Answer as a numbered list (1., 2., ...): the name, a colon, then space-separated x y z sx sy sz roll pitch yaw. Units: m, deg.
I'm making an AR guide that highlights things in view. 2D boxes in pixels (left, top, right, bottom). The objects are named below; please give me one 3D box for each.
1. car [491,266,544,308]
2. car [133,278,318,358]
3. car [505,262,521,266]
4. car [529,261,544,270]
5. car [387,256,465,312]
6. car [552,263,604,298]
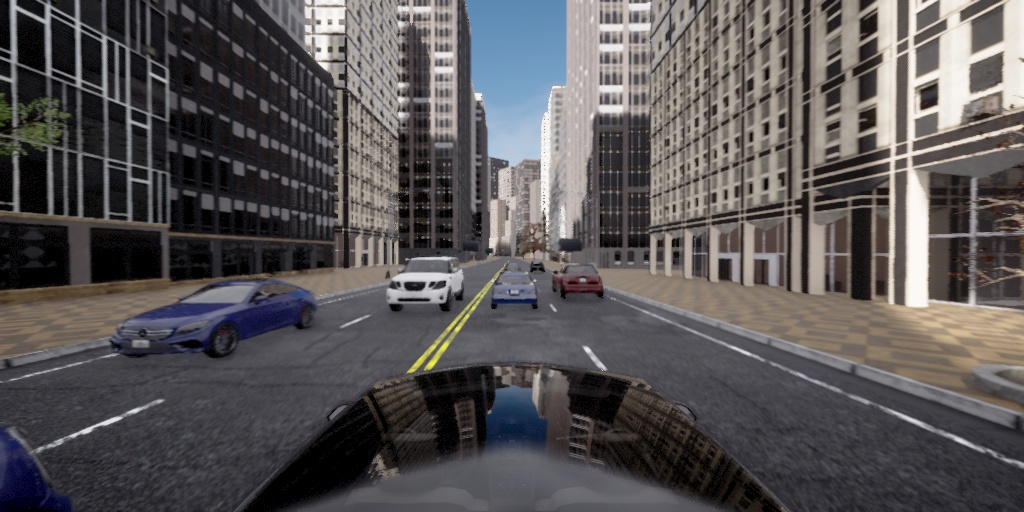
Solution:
1. car: 0.093 1.346 15.443 2.033 1.411 5.357 0 0 0
2. car: -6.590 1.301 8.707 1.812 1.442 4.674 0 0 0
3. car: 0.083 1.444 42.250 1.994 1.385 4.181 0 0 0
4. car: 3.331 1.405 48.817 1.837 1.490 4.892 0 0 0
5. car: -3.317 1.020 14.959 2.150 2.045 5.566 0 0 1
6. car: 3.330 1.161 18.979 2.097 1.767 4.553 0 0 0
